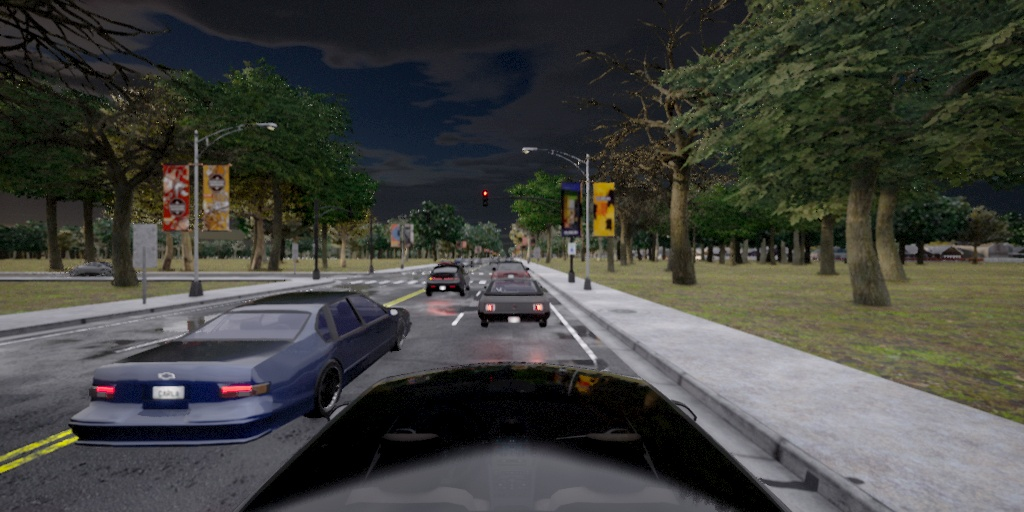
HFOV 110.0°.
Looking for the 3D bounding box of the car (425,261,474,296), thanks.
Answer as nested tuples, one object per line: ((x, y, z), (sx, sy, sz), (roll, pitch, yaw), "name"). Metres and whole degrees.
((-3.239, 1.201, 18.733), (1.837, 1.490, 4.892), (0, 0, -2), "car")

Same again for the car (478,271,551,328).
((0.042, 1.320, 11.281), (1.895, 1.301, 4.718), (0, 0, 0), "car")

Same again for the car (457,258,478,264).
((-6.946, 1.085, 55.618), (2.128, 1.511, 4.902), (0, 0, 0), "car")

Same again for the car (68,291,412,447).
((-3.165, 1.284, 5.775), (2.033, 1.411, 5.357), (0, 0, -1), "car")

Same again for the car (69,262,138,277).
((-34.692, 1.185, 30.537), (4.181, 1.385, 1.994), (0, 0, 0), "car")

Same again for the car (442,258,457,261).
((-10.193, 1.196, 54.937), (1.895, 1.301, 4.718), (0, 0, 0), "car")

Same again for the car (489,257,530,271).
((-0.059, 1.044, 20.266), (2.097, 1.767, 4.553), (0, 0, 0), "car")
